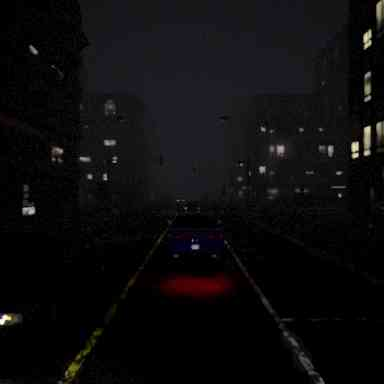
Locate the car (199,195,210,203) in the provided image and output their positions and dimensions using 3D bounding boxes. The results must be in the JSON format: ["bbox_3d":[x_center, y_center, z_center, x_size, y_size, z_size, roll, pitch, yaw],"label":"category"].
[{"bbox_3d":[2.680,1.393,69.158,1.967,1.590,4.097,0,0,0],"label":"car"}]

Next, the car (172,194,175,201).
[{"bbox_3d":[-5.701,1.266,74.837,2.192,1.841,5.009,0,0,0],"label":"car"}]

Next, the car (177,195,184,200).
[{"bbox_3d":[-3.012,1.488,90.843,2.033,1.411,5.357,0,0,0],"label":"car"}]

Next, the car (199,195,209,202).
[{"bbox_3d":[2.679,1.391,74.840,1.967,1.590,4.097,0,0,0],"label":"car"}]

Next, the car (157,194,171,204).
[{"bbox_3d":[-5.699,1.521,63.472,1.947,1.339,4.313,0,0,0],"label":"car"}]

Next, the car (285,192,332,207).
[{"bbox_3d":[14.688,0.989,41.412,5.009,1.841,2.192,-1,1,0],"label":"car"}]

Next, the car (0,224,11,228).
[{"bbox_3d":[-5.693,1.542,8.532,2.008,1.369,4.403,0,0,0],"label":"car"}]

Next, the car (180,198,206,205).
[{"bbox_3d":[0.093,1.499,29.582,1.812,1.442,4.674,0,0,2],"label":"car"}]

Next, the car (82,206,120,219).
[{"bbox_3d":[-5.745,1.561,21.449,1.802,1.307,4.206,0,0,0],"label":"car"}]

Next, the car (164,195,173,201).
[{"bbox_3d":[-5.701,1.476,80.350,1.752,1.417,4.829,0,0,0],"label":"car"}]

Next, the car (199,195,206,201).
[{"bbox_3d":[2.679,1.531,86.205,1.802,1.307,4.206,0,0,0],"label":"car"}]

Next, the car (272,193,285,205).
[{"bbox_3d":[14.552,0.968,49.790,5.009,1.841,2.192,-1,1,0],"label":"car"}]

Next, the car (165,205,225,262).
[{"bbox_3d":[0.096,1.466,12.191,1.882,1.535,5.008,0,0,0],"label":"car"}]

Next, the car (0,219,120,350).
[{"bbox_3d":[-3.103,1.540,6.810,2.033,1.411,5.357,0,0,0],"label":"car"}]
